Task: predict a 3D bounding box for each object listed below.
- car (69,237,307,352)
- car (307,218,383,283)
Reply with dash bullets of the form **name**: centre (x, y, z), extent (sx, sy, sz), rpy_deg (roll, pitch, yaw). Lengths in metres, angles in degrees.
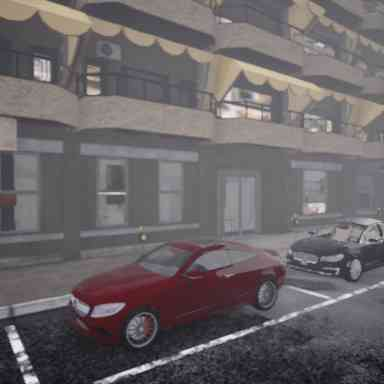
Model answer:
- **car**: centre (-0.024, 1.543, 6.073), extent (4.206, 1.307, 1.802), rpy_deg (-1, 1, -35)
- **car**: centre (4.483, 1.448, 9.287), extent (4.403, 1.369, 2.008), rpy_deg (-1, 1, -35)
